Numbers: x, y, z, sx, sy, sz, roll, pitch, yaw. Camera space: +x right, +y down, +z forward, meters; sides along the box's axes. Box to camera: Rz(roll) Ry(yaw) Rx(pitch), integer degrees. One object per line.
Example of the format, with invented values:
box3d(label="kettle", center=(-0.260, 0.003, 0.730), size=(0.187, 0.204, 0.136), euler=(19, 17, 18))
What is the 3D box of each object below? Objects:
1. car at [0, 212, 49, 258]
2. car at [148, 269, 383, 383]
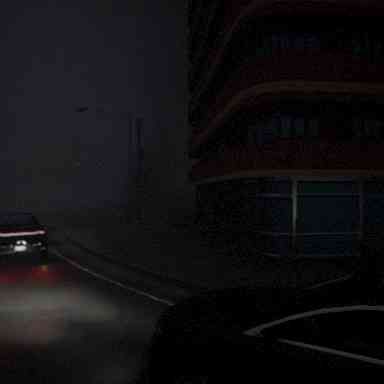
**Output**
box3d(label="car", center=(-6.569, 1.492, 12.161), size=(2.128, 1.511, 4.902), euler=(0, 0, -33))
box3d(label="car", center=(1.753, 1.490, 2.911), size=(4.902, 1.511, 2.128), euler=(0, 0, 36))
